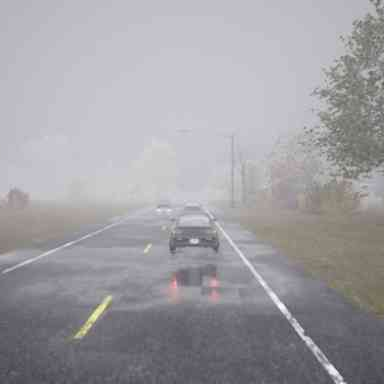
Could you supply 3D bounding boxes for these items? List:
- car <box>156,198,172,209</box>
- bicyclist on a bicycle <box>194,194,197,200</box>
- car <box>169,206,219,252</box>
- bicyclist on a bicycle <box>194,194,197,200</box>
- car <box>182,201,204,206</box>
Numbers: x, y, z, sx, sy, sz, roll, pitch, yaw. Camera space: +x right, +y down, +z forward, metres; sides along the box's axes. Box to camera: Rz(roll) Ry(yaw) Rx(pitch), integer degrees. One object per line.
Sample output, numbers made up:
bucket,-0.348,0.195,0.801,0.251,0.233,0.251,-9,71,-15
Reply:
car,-3.598,1.477,44.257,2.033,1.411,5.357,0,0,0
bicyclist on a bicycle,0.939,1.258,90.362,0.582,1.620,1.656,0,0,0
car,0.085,1.508,13.654,1.812,1.442,4.674,0,0,0
bicyclist on a bicycle,0.937,1.272,81.360,0.866,1.612,1.509,0,0,0
car,0.081,1.484,28.809,1.812,1.442,4.674,0,0,0
